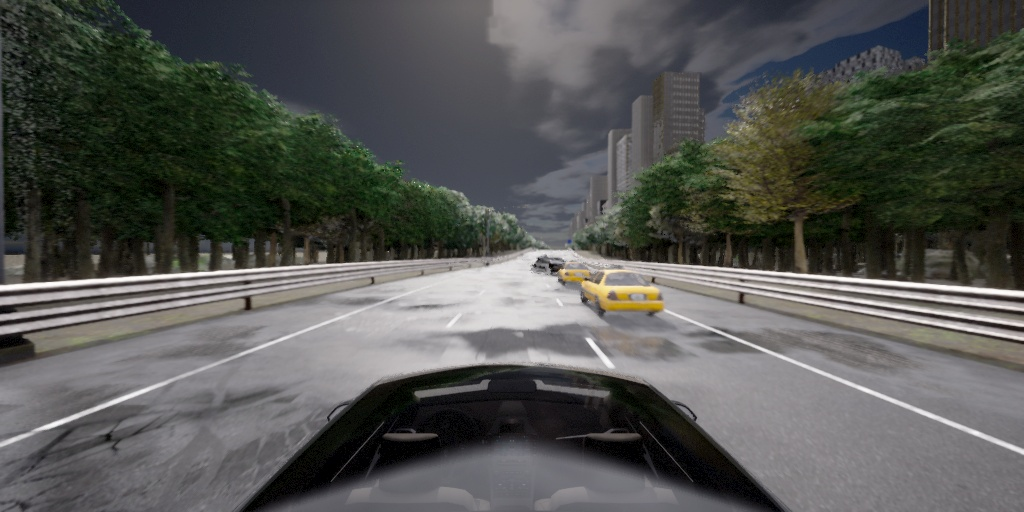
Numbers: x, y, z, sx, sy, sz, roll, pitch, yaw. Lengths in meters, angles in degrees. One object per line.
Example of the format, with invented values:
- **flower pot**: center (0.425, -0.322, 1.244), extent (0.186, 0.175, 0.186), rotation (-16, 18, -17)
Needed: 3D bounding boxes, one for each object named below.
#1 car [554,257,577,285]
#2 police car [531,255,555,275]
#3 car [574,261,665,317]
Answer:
- **car**: center (4.014, 1.033, 23.469), extent (1.801, 1.575, 5.366), rotation (0, 0, 3)
- **police car**: center (3.687, 0.969, 35.738), extent (1.930, 1.638, 5.238), rotation (0, 0, -25)
- **car**: center (3.607, 1.105, 12.706), extent (1.801, 1.575, 5.366), rotation (0, 1, 1)
